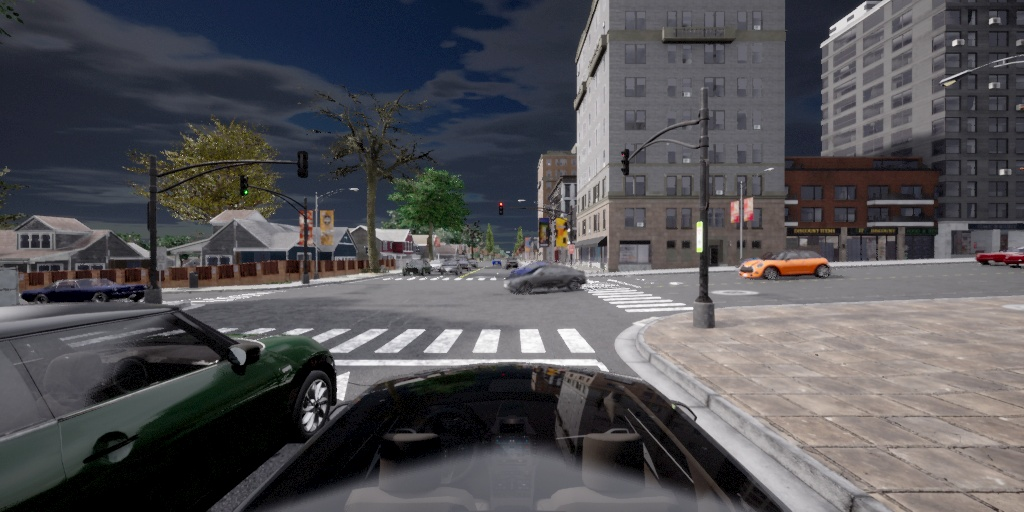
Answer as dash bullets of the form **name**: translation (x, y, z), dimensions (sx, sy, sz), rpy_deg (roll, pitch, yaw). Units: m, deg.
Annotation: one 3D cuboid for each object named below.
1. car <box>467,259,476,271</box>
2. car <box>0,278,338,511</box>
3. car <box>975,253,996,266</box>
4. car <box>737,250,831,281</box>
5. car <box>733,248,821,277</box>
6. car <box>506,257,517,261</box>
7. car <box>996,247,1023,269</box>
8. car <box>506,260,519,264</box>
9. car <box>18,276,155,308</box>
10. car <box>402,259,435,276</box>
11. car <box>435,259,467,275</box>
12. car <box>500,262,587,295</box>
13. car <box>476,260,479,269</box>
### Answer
- **car**: translation (-6.629, 1.335, 49.266), dimensions (2.033, 1.411, 5.357), rpy_deg (0, 0, 0)
- **car**: translation (-3.151, 1.102, 2.482), dimensions (2.097, 1.767, 4.553), rpy_deg (0, 0, 0)
- **car**: translation (35.671, 0.005, 25.030), dimensions (4.718, 1.301, 1.895), rpy_deg (-2, 0, 0)
- **car**: translation (16.366, 0.488, 21.727), dimensions (4.553, 1.767, 2.097), rpy_deg (-2, 0, 0)
- **car**: translation (18.321, 0.401, 24.982), dimensions (4.553, 1.767, 2.097), rpy_deg (-2, 0, 0)
- **car**: translation (0.058, 1.314, 58.022), dimensions (1.837, 1.490, 4.892), rpy_deg (0, -1, 0)
- **car**: translation (33.215, 0.104, 21.779), dimensions (4.718, 1.301, 1.895), rpy_deg (-2, 0, 0)
- **car**: translation (1.998, 1.213, 28.239), dimensions (4.674, 1.442, 1.812), rpy_deg (-3, 0, 39)
- **car**: translation (-21.627, 1.806, 18.370), dimensions (4.718, 1.301, 1.895), rpy_deg (-2, 0, 0)
- **car**: translation (-9.868, 1.120, 37.471), dimensions (2.097, 1.767, 4.553), rpy_deg (0, 0, 0)
- **car**: translation (-6.618, 1.262, 39.548), dimensions (2.128, 1.511, 4.902), rpy_deg (0, 0, 0)
- **car**: translation (1.841, 1.226, 19.663), dimensions (4.674, 1.442, 1.812), rpy_deg (-2, 0, -18)
- **car**: translation (-6.625, 1.321, 59.612), dimensions (1.837, 1.490, 4.892), rpy_deg (0, 0, 0)
